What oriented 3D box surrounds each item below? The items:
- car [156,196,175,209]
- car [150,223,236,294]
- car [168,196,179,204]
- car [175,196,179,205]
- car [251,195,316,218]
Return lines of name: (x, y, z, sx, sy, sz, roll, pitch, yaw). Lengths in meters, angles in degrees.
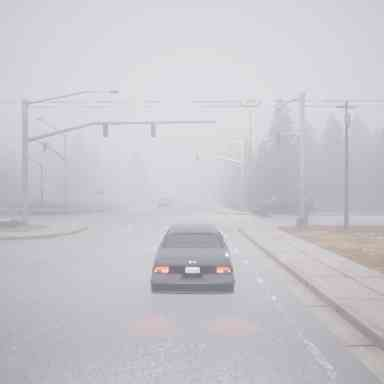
car: (-3.698, 1.504, 45.044, 1.837, 1.490, 4.892, 0, 0, 0)
car: (0.030, 1.545, 8.919, 2.033, 1.411, 5.357, 0, 0, 0)
car: (-3.597, 1.504, 64.573, 1.837, 1.490, 4.892, 0, 0, 1)
car: (-3.695, 1.491, 54.695, 2.128, 1.511, 4.902, 0, 0, 0)
car: (8.143, 1.248, 29.689, 5.566, 2.045, 2.150, 0, 0, 1)
